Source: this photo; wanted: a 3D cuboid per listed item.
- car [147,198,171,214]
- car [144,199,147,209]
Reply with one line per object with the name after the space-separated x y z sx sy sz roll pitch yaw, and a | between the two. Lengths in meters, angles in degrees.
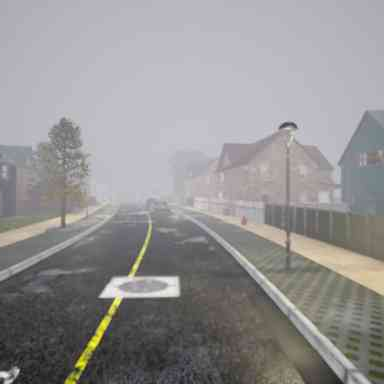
-3.335 1.559 35.059 2.033 1.411 5.357 0 0 -11 | car
-5.746 1.518 47.281 1.882 1.535 5.008 0 0 -11 | car
